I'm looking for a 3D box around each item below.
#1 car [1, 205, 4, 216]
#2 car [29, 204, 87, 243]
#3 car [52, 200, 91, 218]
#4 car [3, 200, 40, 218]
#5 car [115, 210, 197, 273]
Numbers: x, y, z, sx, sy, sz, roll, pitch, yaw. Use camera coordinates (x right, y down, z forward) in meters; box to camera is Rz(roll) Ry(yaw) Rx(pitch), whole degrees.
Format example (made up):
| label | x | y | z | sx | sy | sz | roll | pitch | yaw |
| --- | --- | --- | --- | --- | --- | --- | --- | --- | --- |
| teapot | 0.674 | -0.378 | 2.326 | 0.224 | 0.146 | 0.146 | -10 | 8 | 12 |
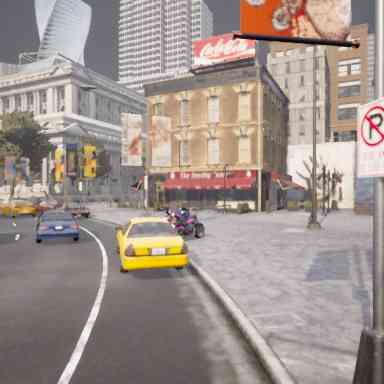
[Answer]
| label | x | y | z | sx | sy | sz | roll | pitch | yaw |
| --- | --- | --- | --- | --- | --- | --- | --- | --- | --- |
| car | -10.008 | 1.517 | 15.247 | 1.812 | 1.442 | 4.674 | 0 | 0 | -24 |
| car | -6.635 | 1.542 | 16.307 | 2.033 | 1.411 | 5.357 | 0 | 0 | -24 |
| car | -10.377 | 1.586 | 28.766 | 1.895 | 1.301 | 4.718 | 0 | 0 | -34 |
| car | -16.010 | 1.463 | 30.561 | 1.882 | 1.535 | 5.008 | 0 | 0 | -42 |
| car | -1.478 | 1.456 | 10.764 | 1.801 | 1.575 | 5.366 | 0 | 0 | -15 |
